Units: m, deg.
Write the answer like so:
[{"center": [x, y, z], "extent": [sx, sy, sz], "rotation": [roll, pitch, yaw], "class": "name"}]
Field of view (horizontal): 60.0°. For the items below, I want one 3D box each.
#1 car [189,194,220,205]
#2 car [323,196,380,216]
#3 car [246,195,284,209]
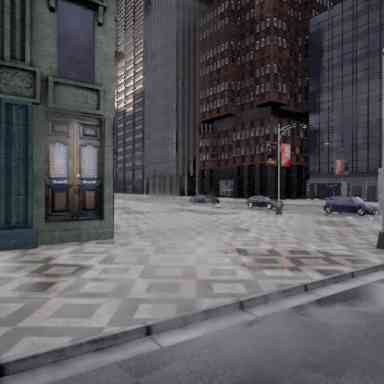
[{"center": [1.710, 1.052, 47.636], "extent": [2.033, 1.411, 5.357], "rotation": [0, 1, -35], "class": "car"}, {"center": [14.272, 1.135, 29.792], "extent": [2.097, 1.767, 4.553], "rotation": [0, 1, -35], "class": "car"}, {"center": [8.357, 1.156, 38.196], "extent": [1.837, 1.490, 4.892], "rotation": [0, 1, -35], "class": "car"}]
